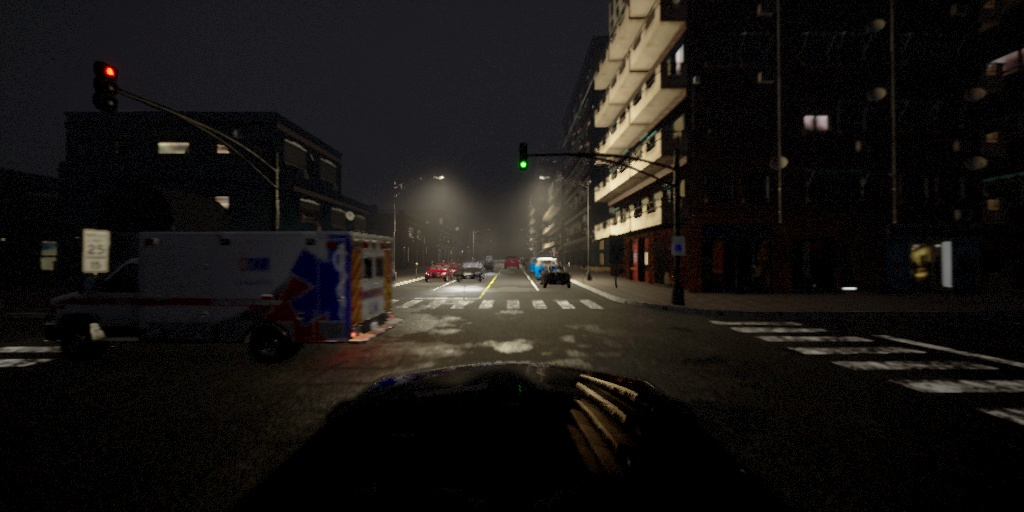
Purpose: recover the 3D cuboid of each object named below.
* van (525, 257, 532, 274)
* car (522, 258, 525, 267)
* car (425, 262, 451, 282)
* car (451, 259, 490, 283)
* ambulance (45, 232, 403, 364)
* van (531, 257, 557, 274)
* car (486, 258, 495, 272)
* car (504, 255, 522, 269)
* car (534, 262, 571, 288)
[{"bbox_3d":[2.682,1.016,39.631,1.690,1.789,3.998,0,0,0],"label":"van"},{"bbox_3d":[2.680,1.174,50.962,1.751,1.417,4.829,0,0,0],"label":"car"},{"bbox_3d":[-5.696,1.281,28.431,1.802,1.307,4.207,0,0,0],"label":"car"},{"bbox_3d":[-3.097,1.192,27.793,2.128,1.511,4.902,0,0,0],"label":"car"},{"bbox_3d":[-5.811,0.771,7.661,6.366,2.431,2.351,0,0,1],"label":"ambulance"},{"bbox_3d":[2.685,1.040,28.468,1.690,1.789,3.998,0,0,0],"label":"van"},{"bbox_3d":[-3.087,1.267,43.821,1.895,1.301,4.718,0,0,0],"label":"car"},{"bbox_3d":[-0.012,0.867,51.984,2.150,2.045,5.566,0,0,0],"label":"car"},{"bbox_3d":[2.686,1.262,22.889,2.007,1.370,4.403,0,0,0],"label":"car"}]
